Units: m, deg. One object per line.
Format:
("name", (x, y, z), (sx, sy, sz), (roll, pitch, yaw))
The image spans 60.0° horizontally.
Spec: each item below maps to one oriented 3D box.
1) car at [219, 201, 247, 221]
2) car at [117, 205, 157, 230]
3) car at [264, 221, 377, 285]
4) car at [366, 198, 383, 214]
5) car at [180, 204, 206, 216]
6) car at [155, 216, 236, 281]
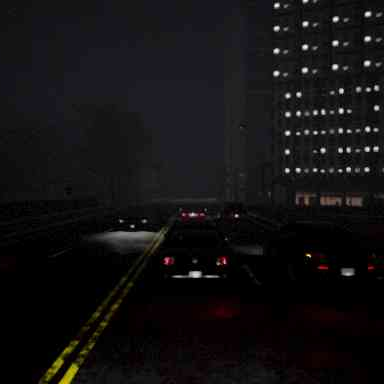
("car", (3.328, 1.529, 27.141), (1.837, 1.490, 4.892), (0, 0, 0))
("car", (-3.356, 1.564, 21.401), (2.033, 1.411, 5.357), (0, 0, 0))
("car", (3.334, 1.532, 9.404), (1.812, 1.442, 4.674), (0, 0, 0))
("car", (22.991, 1.690, 38.486), (5.009, 1.841, 2.192), (0, 2, 20))
("car", (0.077, 1.568, 24.549), (2.033, 1.411, 5.357), (0, 0, 0))
("car", (0.085, 1.607, 9.842), (1.895, 1.301, 4.718), (0, 0, 0))
